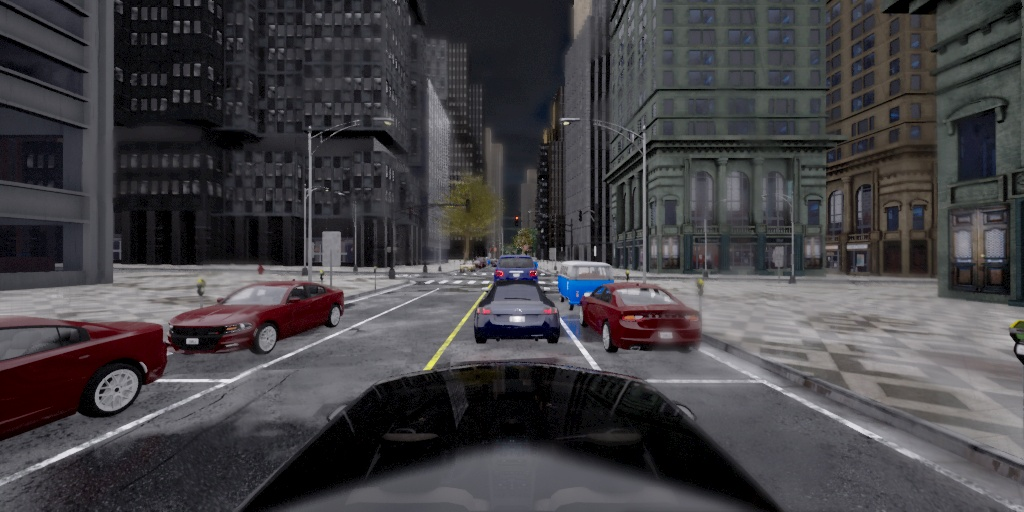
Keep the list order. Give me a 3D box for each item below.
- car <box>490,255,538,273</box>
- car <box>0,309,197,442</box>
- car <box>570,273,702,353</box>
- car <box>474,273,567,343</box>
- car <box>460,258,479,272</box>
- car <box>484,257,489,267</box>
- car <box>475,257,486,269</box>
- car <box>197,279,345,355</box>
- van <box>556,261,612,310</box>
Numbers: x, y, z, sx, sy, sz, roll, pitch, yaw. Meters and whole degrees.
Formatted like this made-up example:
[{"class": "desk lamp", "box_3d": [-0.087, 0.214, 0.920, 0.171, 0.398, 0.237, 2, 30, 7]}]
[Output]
[{"class": "car", "box_3d": [0.139, 0.975, 19.066, 2.150, 2.045, 5.566, 0, 0, -1]}, {"class": "car", "box_3d": [-5.776, 1.295, 3.196, 1.888, 1.381, 4.507, 0, 0, 0]}, {"class": "car", "box_3d": [2.784, 1.296, 8.694, 1.888, 1.381, 4.507, 0, 0, 0]}, {"class": "car", "box_3d": [0.110, 1.315, 9.653, 1.994, 1.385, 4.181, 0, 0, 0]}, {"class": "car", "box_3d": [-5.720, 1.297, 46.644, 1.751, 1.417, 4.829, 0, 0, 0]}, {"class": "car", "box_3d": [-5.697, 1.101, 62.683, 2.192, 1.841, 5.009, 0, 0, 0]}, {"class": "car", "box_3d": [-5.702, 1.326, 57.394, 1.888, 1.381, 4.507, 0, 0, 0]}, {"class": "car", "box_3d": [-5.772, 1.296, 8.721, 1.888, 1.381, 4.507, 0, 0, 0]}, {"class": "van", "box_3d": [2.790, 1.093, 14.219, 1.690, 1.789, 3.998, 0, 0, 0]}]
